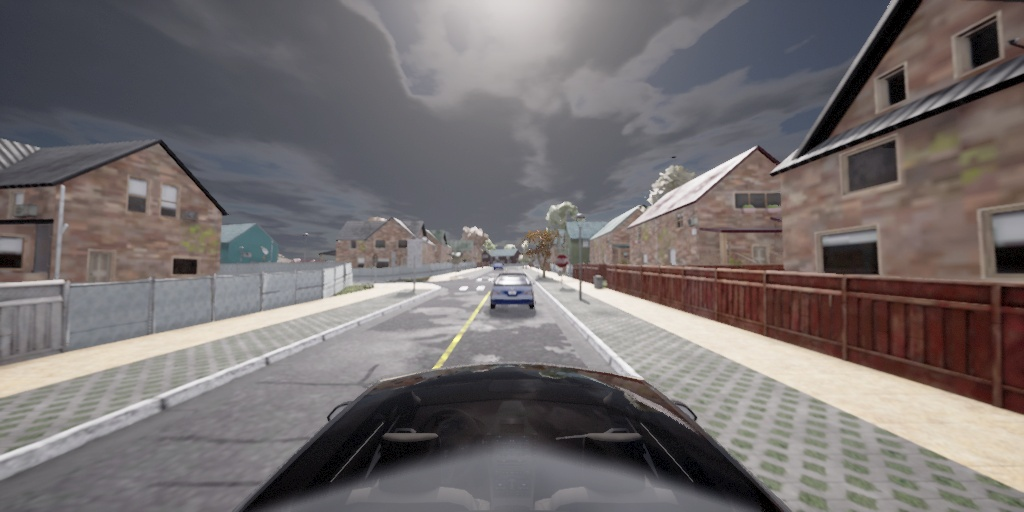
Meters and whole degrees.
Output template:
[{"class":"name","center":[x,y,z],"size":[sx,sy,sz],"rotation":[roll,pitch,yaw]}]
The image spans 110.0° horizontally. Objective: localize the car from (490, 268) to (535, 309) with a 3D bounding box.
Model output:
[{"class":"car","center":[0.015,1.446,15.888],"size":[2.033,1.411,5.357],"rotation":[0,-1,0]}]
